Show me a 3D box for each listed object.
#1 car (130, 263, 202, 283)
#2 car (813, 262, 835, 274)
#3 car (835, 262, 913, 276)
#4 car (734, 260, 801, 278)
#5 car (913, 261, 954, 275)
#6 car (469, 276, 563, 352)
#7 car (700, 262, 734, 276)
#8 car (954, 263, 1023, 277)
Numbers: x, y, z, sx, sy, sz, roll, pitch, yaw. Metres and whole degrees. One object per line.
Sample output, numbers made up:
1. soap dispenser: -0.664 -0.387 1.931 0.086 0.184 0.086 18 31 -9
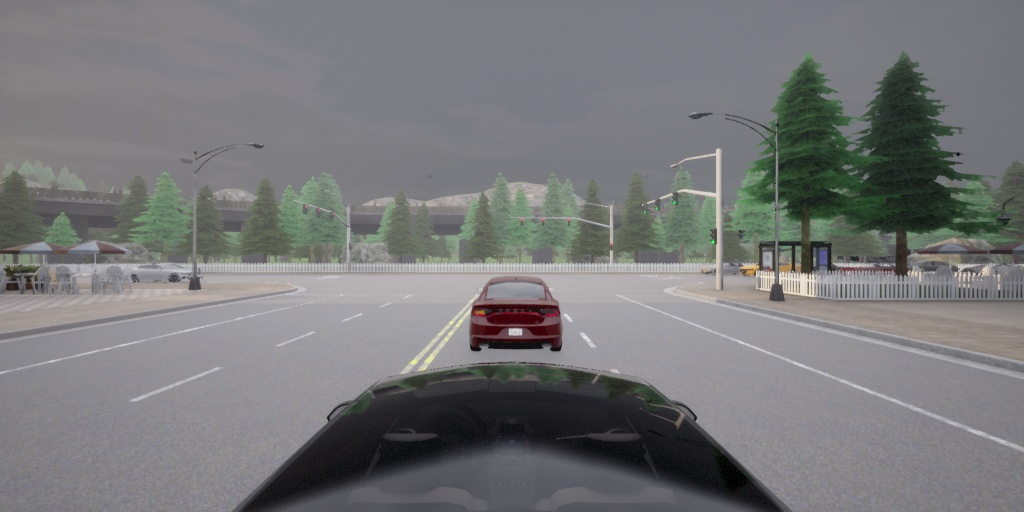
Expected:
1. car: -25.469 1.225 26.243 4.674 1.442 1.812 0 0 0
2. car: 31.050 1.303 36.498 4.718 1.301 1.895 0 0 2
3. car: 33.121 1.302 32.923 4.718 1.301 1.895 0 0 2
4. car: 23.817 1.179 33.115 5.008 1.535 1.882 0 0 1
5. car: 40.969 1.206 35.697 4.892 1.490 1.837 0 0 10
6. car: 0.103 1.229 8.989 1.882 1.535 5.008 0 0 1
7. car: 21.881 1.303 36.647 4.718 1.301 1.895 0 0 1
8. car: 43.003 1.265 31.776 4.181 1.385 1.994 0 0 14
